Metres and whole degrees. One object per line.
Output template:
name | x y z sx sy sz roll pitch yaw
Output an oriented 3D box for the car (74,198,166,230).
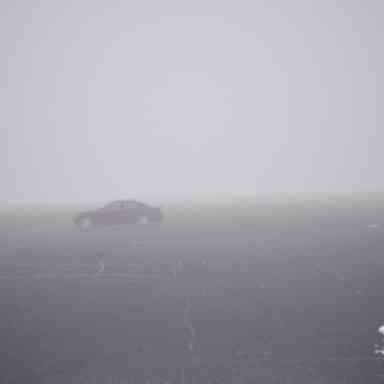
car | -3.978 1.144 18.443 5.008 1.535 1.882 -2 2 0
